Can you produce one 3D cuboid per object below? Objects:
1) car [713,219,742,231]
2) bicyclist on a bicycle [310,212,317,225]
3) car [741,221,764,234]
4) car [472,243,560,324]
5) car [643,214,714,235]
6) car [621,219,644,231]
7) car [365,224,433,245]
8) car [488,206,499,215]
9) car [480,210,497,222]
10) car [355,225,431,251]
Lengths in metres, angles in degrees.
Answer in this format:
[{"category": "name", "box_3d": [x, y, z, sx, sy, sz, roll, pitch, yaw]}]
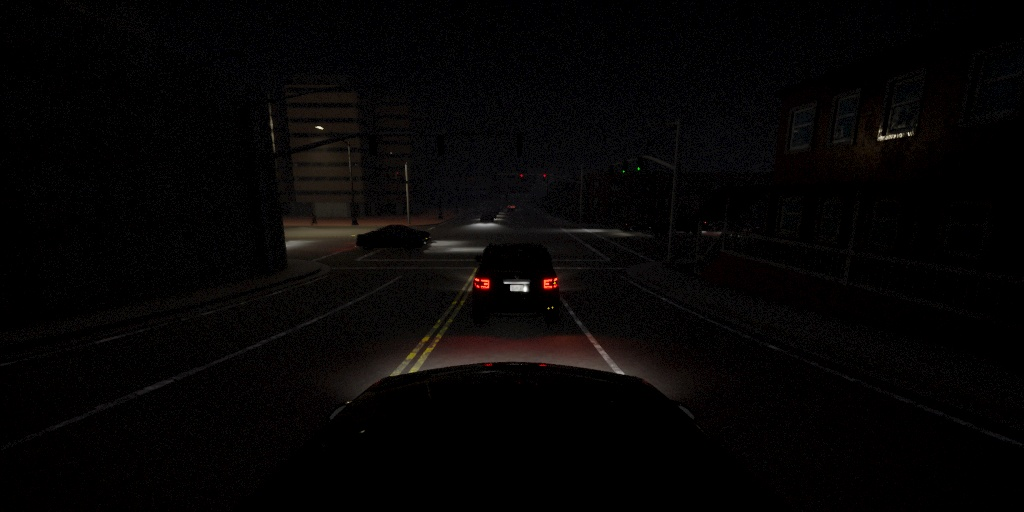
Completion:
[{"category": "car", "box_3d": [23.841, -3.554, 40.114, 4.674, 1.442, 1.812, 0, 10, 0]}, {"category": "bicyclist on a bicycle", "box_3d": [-25.366, -4.774, 45.826, 0.582, 1.620, 1.656, 0, 10, 0]}, {"category": "car", "box_3d": [26.681, -2.963, 36.665, 4.674, 1.442, 1.812, 0, 10, 0]}, {"category": "car", "box_3d": [0.065, 0.604, 10.710, 2.150, 2.045, 5.566, 0, 4, -1]}, {"category": "car", "box_3d": [16.885, -3.269, 36.630, 5.566, 2.045, 2.150, 0, 10, 0]}, {"category": "car", "box_3d": [14.763, -3.487, 40.157, 4.718, 1.301, 1.895, 0, 10, 0]}, {"category": "car", "box_3d": [-9.229, -1.793, 29.597, 4.892, 1.490, 1.837, 0, 10, 0]}, {"category": "car", "box_3d": [-3.709, -7.435, 62.836, 1.812, 1.442, 4.674, 0, 10, 0]}, {"category": "car", "box_3d": [-3.714, -5.869, 54.089, 1.895, 1.301, 4.718, 0, 10, 0]}, {"category": "car", "box_3d": [-8.824, -1.218, 26.146, 4.902, 1.511, 2.128, 0, 10, 0]}]
